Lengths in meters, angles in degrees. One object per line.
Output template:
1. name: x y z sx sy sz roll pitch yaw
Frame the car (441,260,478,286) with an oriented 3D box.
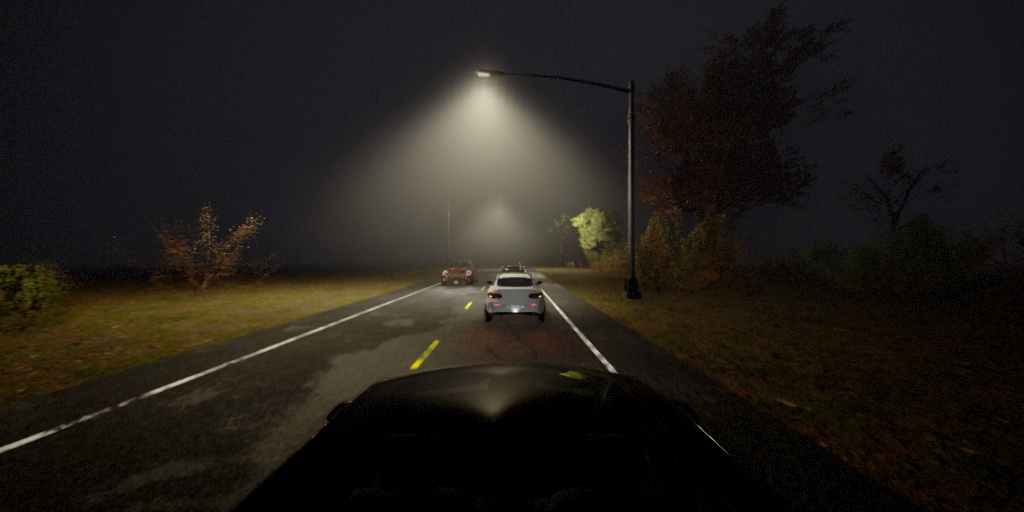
1. car: -3.607 1.101 25.335 2.097 1.767 4.553 0 0 0

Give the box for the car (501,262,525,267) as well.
1. car: 0.086 1.239 30.173 2.128 1.511 4.902 0 0 0

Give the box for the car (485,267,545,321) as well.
1. car: 0.093 1.275 12.346 1.812 1.442 4.674 0 0 0
